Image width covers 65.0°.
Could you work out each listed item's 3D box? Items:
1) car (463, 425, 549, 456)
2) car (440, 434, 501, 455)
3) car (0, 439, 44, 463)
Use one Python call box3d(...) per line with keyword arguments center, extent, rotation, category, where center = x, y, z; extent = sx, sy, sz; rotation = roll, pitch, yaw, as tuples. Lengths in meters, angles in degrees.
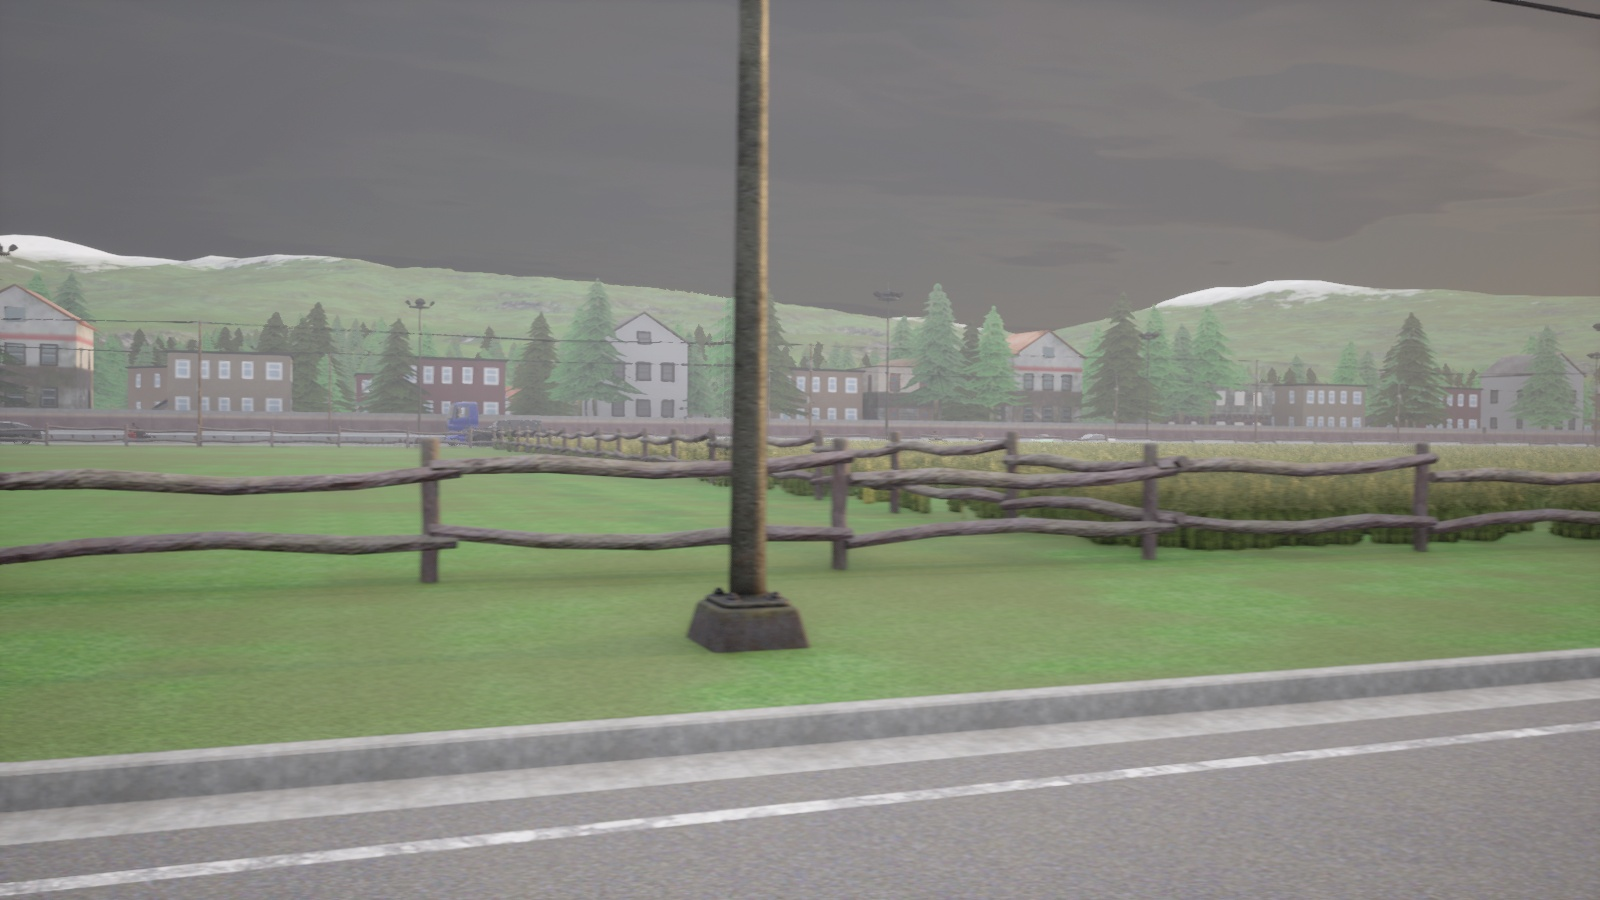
box3d(center=(-20.515, -0.681, 87.616), extent=(5.566, 2.045, 2.150), rotation=(-1, 1, -21), category="car")
box3d(center=(-24.543, -0.441, 93.586), extent=(4.193, 1.474, 1.816), rotation=(-1, 1, -21), category="car")
box3d(center=(-51.133, 0.048, 79.893), extent=(4.892, 1.490, 1.837), rotation=(-1, 1, -21), category="car")
